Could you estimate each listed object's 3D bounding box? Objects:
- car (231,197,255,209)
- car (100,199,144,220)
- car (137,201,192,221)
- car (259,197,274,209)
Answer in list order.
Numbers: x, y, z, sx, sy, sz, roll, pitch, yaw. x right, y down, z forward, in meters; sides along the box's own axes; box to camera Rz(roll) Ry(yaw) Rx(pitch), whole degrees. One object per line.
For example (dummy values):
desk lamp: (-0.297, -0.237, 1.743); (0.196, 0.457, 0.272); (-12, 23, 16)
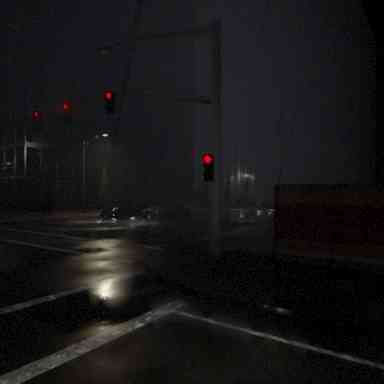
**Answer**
car: (7.343, 1.553, 47.150); (1.837, 1.490, 4.892); (0, 0, 36)
car: (-5.763, 1.399, 28.898); (2.097, 1.767, 4.553); (0, 0, 36)
car: (-2.096, 1.649, 28.011); (1.895, 1.301, 4.718); (0, 0, 36)
car: (10.986, 1.526, 46.213); (1.882, 1.535, 5.008); (0, 0, 36)
